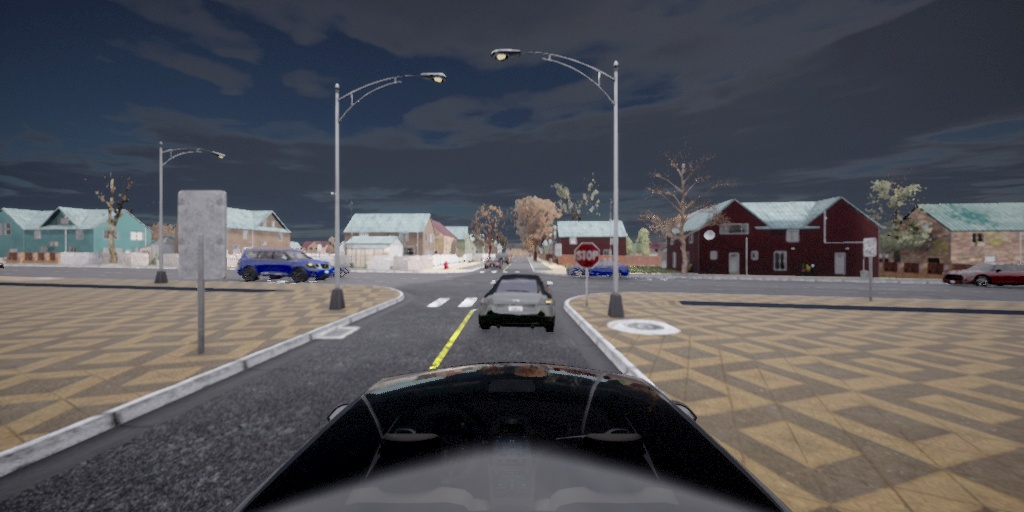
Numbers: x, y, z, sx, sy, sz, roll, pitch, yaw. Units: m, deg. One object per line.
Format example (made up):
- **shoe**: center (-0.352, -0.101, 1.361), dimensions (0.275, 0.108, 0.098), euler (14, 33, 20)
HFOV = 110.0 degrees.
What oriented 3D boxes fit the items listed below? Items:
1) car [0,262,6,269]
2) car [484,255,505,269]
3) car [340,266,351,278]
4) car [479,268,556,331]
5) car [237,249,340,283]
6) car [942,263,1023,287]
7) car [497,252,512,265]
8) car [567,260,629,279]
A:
- **car**: center (-45.707, 0.569, 29.993), dimensions (5.357, 1.411, 2.033), euler (0, 0, 8)
- **car**: center (-2.259, 0.890, 43.958), dimensions (1.994, 1.385, 4.181), euler (0, 1, 2)
- **car**: center (-14.154, 0.953, 25.651), dimensions (4.718, 1.301, 1.895), euler (1, 0, 8)
- **car**: center (0.264, 1.219, 10.621), dimensions (1.994, 1.385, 4.181), euler (0, 0, 5)
- **car**: center (-14.111, 0.585, 22.373), dimensions (5.566, 2.045, 2.150), euler (1, 0, 8)
- **car**: center (34.316, 1.314, 25.790), dimensions (4.553, 1.767, 2.097), euler (1, 0, 8)
- **car**: center (-1.657, 0.407, 59.814), dimensions (2.150, 2.045, 5.566), euler (0, 1, 2)
- **car**: center (7.039, 1.062, 29.522), dimensions (5.008, 1.535, 1.882), euler (1, 0, 8)
